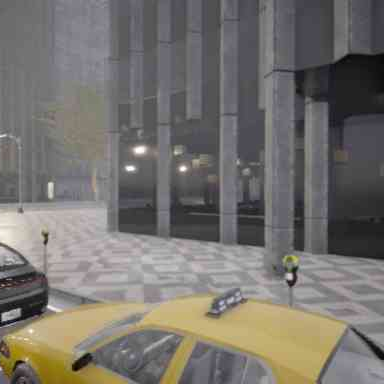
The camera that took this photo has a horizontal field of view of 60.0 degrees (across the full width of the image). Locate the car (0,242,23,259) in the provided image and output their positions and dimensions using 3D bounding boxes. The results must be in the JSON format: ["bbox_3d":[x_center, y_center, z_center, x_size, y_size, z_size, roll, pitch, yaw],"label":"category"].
[{"bbox_3d":[-4.382,1.541,6.085,4.403,1.369,2.008,0,0,35],"label":"car"}]

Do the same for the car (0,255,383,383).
[{"bbox_3d":[0.072,1.523,2.909,4.829,1.417,1.752,0,0,35],"label":"car"}]
